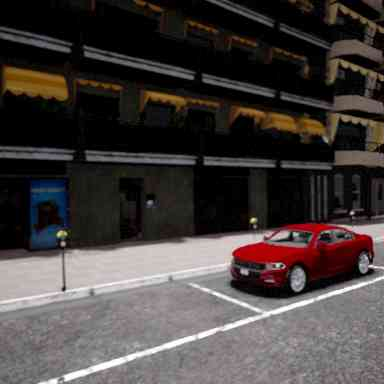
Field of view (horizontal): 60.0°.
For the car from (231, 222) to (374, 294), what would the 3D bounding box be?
[{"bbox_3d":[2.999,1.531,8.717,4.507,1.381,1.887,0,-1,-35],"label":"car"}]
